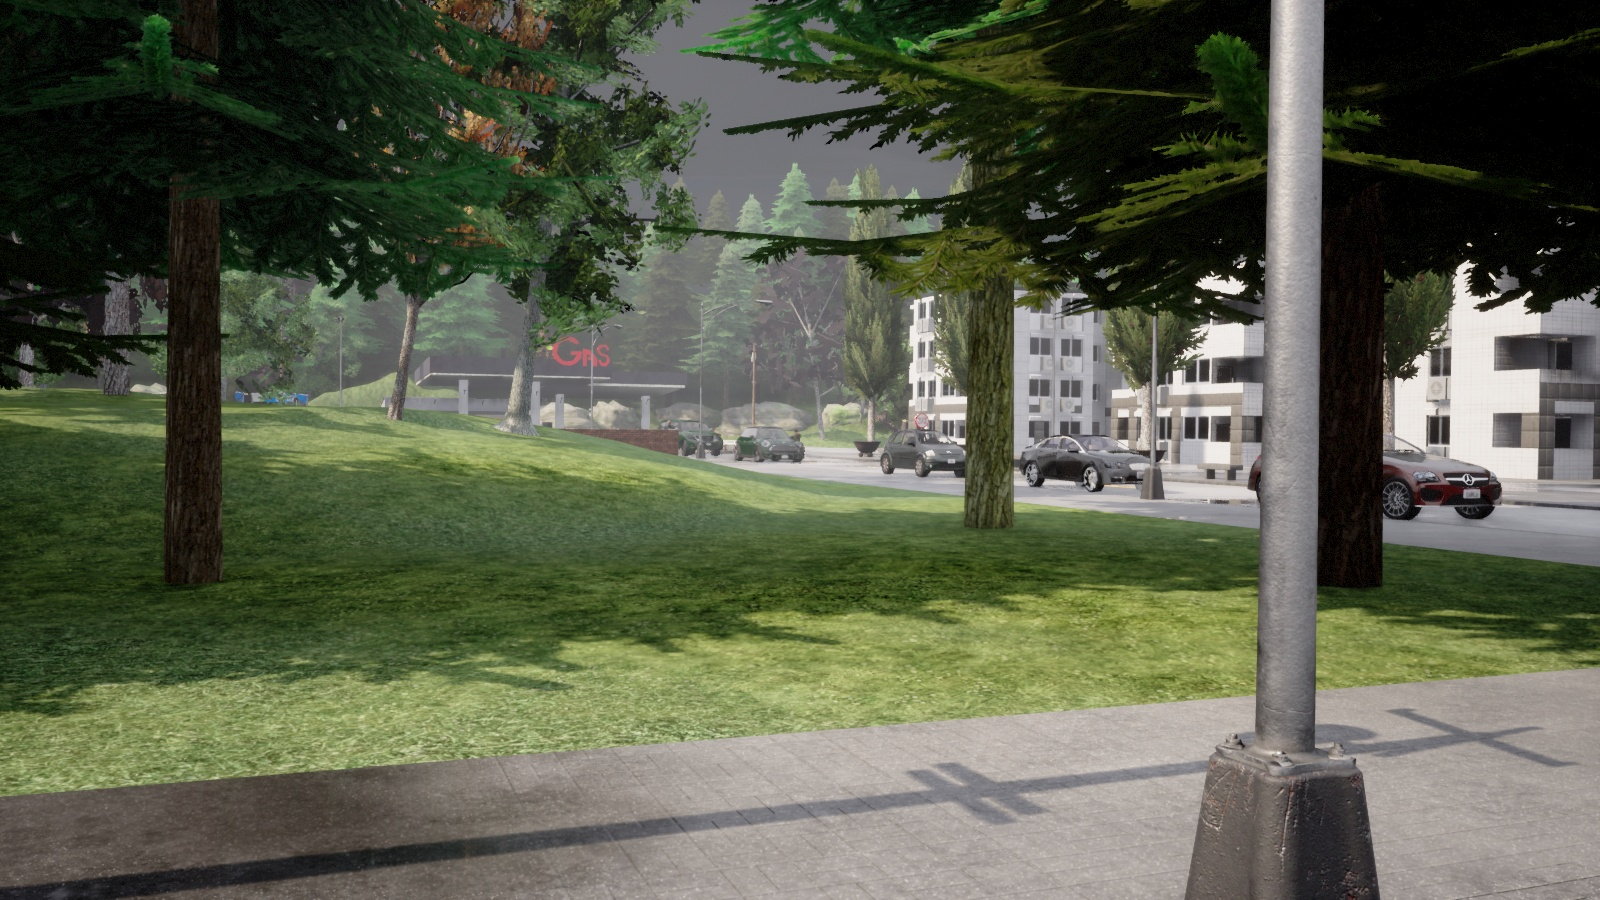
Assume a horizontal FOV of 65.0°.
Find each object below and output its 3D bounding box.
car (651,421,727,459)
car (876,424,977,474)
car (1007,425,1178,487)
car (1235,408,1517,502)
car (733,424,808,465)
[{"bbox_3d":[-6.360,-0.574,71.322,2.150,2.045,5.566,-1,1,-29],"label":"car"},{"bbox_3d":[4.296,-0.054,43.232,1.851,1.617,3.988,-1,1,-21],"label":"car"},{"bbox_3d":[7.799,0.117,34.011,2.128,1.511,4.902,-1,1,-21],"label":"car"},{"bbox_3d":[11.236,0.049,24.984,2.152,1.651,5.027,-1,1,-21],"label":"car"},{"bbox_3d":[-1.430,-0.277,58.312,2.097,1.767,4.553,-1,1,-21],"label":"car"}]
